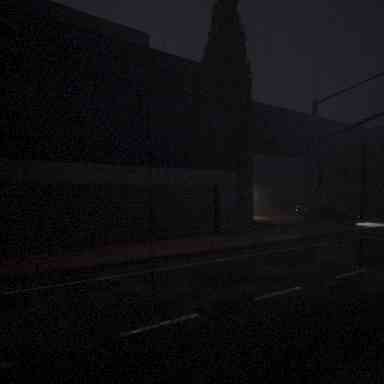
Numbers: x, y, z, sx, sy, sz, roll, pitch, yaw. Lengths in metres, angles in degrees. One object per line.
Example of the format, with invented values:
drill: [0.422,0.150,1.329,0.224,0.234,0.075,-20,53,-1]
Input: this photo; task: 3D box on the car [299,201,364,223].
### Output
car: [10.787,1.563,25.489,1.994,1.385,4.181,0,0,-37]

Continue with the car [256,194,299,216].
car: [9.031,1.221,33.674,2.150,2.045,5.566,0,0,-37]

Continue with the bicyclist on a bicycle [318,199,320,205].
bicyclist on a bicycle: [16.214,1.303,43.252,1.656,1.620,0.582,0,0,-37]
